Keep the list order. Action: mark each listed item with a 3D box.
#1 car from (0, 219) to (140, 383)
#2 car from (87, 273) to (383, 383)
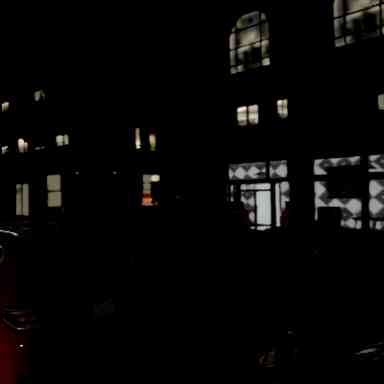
[{"bbox_3d":[-2.889,1.335,4.956,5.009,1.841,2.192,0,-1,36],"label":"car"},{"bbox_3d":[1.570,1.439,1.772,4.097,1.590,1.967,0,-1,36],"label":"car"}]
